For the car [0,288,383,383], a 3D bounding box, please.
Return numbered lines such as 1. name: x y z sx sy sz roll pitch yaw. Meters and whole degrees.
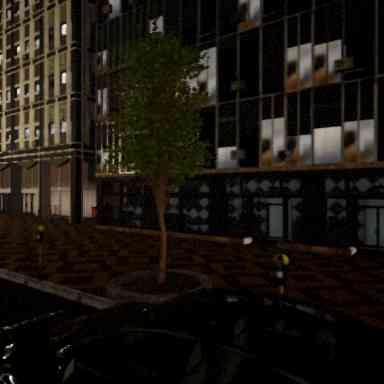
1. car: 0.074 1.556 2.821 4.313 1.339 1.947 0 0 35
